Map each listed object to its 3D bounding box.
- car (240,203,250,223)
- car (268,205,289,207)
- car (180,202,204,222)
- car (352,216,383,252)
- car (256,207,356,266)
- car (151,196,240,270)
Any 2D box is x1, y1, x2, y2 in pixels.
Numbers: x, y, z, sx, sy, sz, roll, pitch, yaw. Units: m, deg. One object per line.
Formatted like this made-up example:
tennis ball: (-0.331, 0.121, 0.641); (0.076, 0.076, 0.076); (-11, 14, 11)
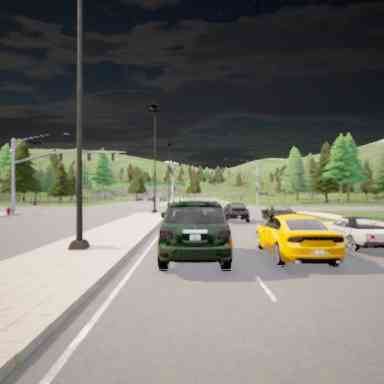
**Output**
car: (3.485, 1.641, 27.050); (1.837, 1.490, 4.892); (0, -1, 0)
car: (6.984, 1.739, 27.237); (1.895, 1.301, 4.718); (0, 0, 0)
car: (-0.022, 1.647, 28.150); (1.837, 1.490, 4.892); (0, -1, 0)
car: (7.062, 1.673, 14.214); (1.895, 1.301, 4.718); (0, 0, 0)
car: (3.573, 1.538, 11.810); (1.882, 1.535, 5.008); (0, 0, 0)
car: (0.073, 1.281, 11.341); (2.150, 2.045, 5.566); (0, 0, 0)
